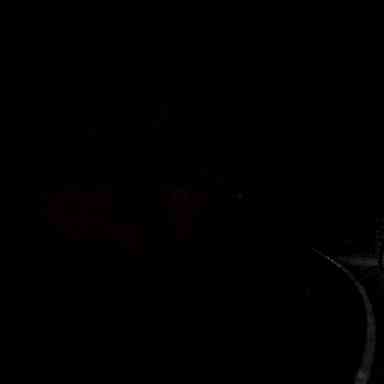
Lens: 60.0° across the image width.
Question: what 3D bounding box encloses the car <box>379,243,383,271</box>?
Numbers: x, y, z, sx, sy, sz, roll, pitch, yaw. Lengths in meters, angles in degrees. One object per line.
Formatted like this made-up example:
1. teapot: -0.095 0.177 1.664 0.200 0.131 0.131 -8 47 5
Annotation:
1. car: 6.293 1.593 8.009 1.837 1.490 4.892 0 -1 7

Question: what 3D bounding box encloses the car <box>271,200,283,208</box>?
1. car: 17.123 2.328 67.136 1.882 1.535 5.008 0 -1 7
